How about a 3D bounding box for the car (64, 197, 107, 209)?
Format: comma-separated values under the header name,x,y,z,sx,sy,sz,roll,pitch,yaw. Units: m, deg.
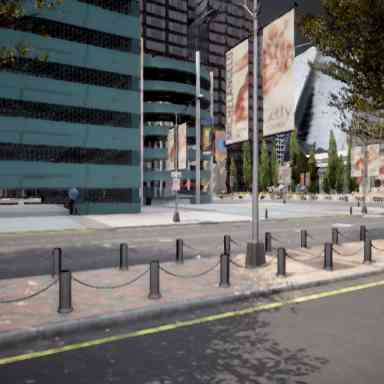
name,x,y,z,sx,sy,sz,roll,pitch,yaw
car,-11.775,1.282,36.988,4.674,1.452,2.002,0,0,-28
